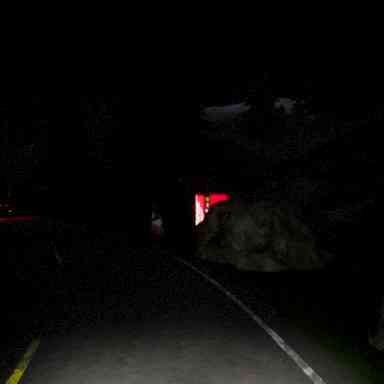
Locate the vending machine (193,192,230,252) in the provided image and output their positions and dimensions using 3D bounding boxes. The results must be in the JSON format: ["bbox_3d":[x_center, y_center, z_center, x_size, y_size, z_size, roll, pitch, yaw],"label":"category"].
[{"bbox_3d":[0.726,1.052,12.356,1.100,2.100,0.880,0,1,-24],"label":"vending machine"}]

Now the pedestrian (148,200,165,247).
[{"bbox_3d":[-1.370,1.147,12.857,0.375,1.860,0.375,0,1,-27],"label":"pedestrian"}]

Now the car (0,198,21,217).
[{"bbox_3d":[-15.340,1.197,26.757,2.128,1.511,4.902,-1,1,-44],"label":"car"}]
